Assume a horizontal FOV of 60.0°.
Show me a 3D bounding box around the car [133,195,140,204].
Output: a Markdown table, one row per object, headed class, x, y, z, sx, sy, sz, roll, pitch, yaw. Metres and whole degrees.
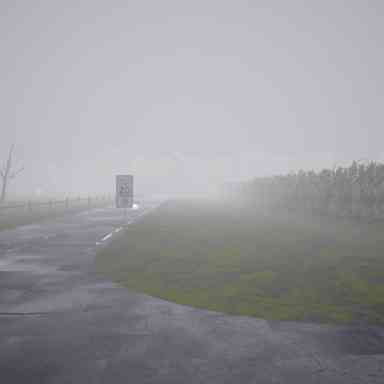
| class | x | y | z | sx | sy | sz | roll | pitch | yaw |
| --- | --- | --- | --- | --- | --- | --- | --- | --- | --- |
| car | -9.423 | 1.146 | 52.368 | 1.895 | 1.301 | 4.718 | 1 | 0 | -2 |
